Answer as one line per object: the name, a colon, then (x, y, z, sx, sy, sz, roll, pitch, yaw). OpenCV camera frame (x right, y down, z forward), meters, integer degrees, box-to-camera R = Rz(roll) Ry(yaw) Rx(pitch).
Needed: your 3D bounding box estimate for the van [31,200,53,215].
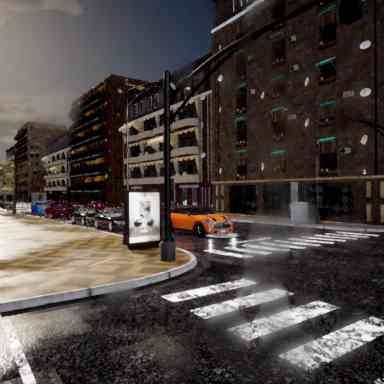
van: (-19.687, 2.035, 43.077, 1.690, 1.788, 3.998, -2, 0, -36)

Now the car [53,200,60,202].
car: (-23.502, 2.390, 58.328, 1.812, 1.442, 4.674, -1, -1, -36)

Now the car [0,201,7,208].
car: (-44.459, 2.863, 77.450, 1.887, 1.381, 4.507, -2, 0, -36)

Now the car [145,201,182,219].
car: (-3.016, 1.825, 34.571, 1.967, 1.590, 4.097, -2, 0, -36)

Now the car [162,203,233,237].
car: (0.342, 1.580, 19.891, 2.097, 1.767, 4.553, -1, -1, -37)

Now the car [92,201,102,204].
car: (-14.846, 2.119, 50.748, 1.967, 1.590, 4.097, -2, 0, -36)

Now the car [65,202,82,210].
car: (-21.365, 2.425, 59.776, 1.802, 1.307, 4.206, -2, 0, -36)

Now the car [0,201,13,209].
car: (-37.940, 2.704, 68.419, 2.008, 1.369, 4.403, -2, 0, -36)

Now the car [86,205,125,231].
car: (-5.449, 1.888, 23.186, 2.008, 1.369, 4.403, -2, 0, -36)

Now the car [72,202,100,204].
car: (-12.359, 2.145, 37.444, 1.895, 1.301, 4.718, -1, -1, -36)

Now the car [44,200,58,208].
car: (-31.148, 2.529, 73.323, 1.967, 1.590, 4.097, -2, 0, -36)

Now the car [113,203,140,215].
car: (-8.264, 2.097, 41.761, 1.802, 1.307, 4.206, -2, 0, -36)

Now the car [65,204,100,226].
car: (-8.709, 1.969, 27.702, 2.008, 1.369, 4.403, -2, 0, -36)

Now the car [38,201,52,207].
car: (-34.404, 2.737, 77.839, 1.947, 1.339, 4.313, -2, 0, -36)

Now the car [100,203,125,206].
car: (-5.714, 1.925, 28.228, 2.033, 1.411, 5.357, -1, -1, -35)

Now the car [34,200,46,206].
car: (-37.664, 2.798, 82.355, 1.887, 1.381, 4.507, -2, 0, -36)

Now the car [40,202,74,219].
car: (-14.776, 2.115, 36.185, 1.887, 1.381, 4.507, -2, 0, -36)
